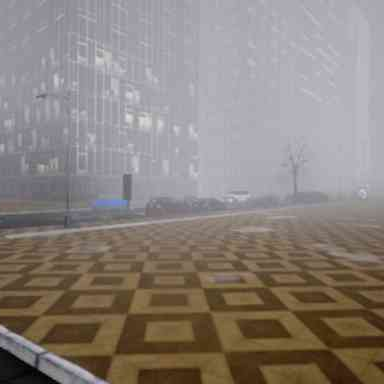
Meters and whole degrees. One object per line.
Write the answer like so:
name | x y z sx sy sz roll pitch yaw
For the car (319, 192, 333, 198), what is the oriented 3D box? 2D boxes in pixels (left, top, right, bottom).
car | 32.567 0.711 80.724 1.947 1.339 4.313 1 1 41

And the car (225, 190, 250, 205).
car | 6.089 0.708 46.094 2.150 2.045 5.566 1 1 41

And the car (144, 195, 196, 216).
car | -1.945 1.125 27.814 1.967 1.590 4.097 1 1 41

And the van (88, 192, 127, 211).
van | -8.454 0.933 33.467 1.690 1.788 3.998 1 1 41

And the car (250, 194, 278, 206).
car | 9.971 1.064 45.830 1.994 1.385 4.181 1 1 41

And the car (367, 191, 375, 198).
car | 42.645 0.647 80.094 1.801 1.575 5.366 1 1 41

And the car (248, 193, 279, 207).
car | 9.124 1.143 40.803 1.802 1.307 4.206 1 1 41

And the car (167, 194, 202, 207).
car | -0.930 1.055 42.003 1.887 1.381 4.507 1 1 41

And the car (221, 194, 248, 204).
car | 6.518 0.995 50.602 1.947 1.339 4.313 1 1 41

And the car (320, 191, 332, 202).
car | 20.290 0.754 53.707 2.192 1.841 5.009 1 1 41

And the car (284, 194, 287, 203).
car | 16.389 0.935 53.325 1.837 1.490 4.892 1 1 41

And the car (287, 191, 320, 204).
car | 16.569 0.794 49.405 2.192 1.841 5.009 1 1 41

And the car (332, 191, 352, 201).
car | 27.841 0.881 62.446 1.752 1.417 4.829 1 1 41

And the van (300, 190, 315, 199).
van | 25.127 0.567 72.113 1.690 1.788 3.998 1 1 41

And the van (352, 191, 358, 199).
van | 35.174 0.617 70.920 1.690 1.788 3.998 1 1 41

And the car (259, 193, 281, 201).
car | 13.961 0.914 59.208 1.947 1.339 4.313 1 1 41

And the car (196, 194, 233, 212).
car | 1.733 1.209 32.155 1.947 1.339 4.313 1 1 41
